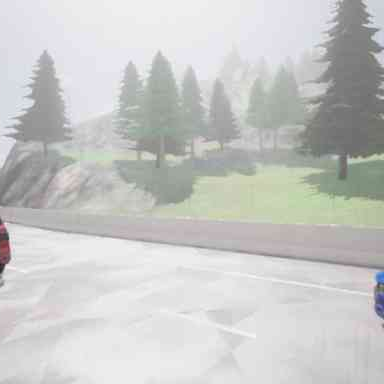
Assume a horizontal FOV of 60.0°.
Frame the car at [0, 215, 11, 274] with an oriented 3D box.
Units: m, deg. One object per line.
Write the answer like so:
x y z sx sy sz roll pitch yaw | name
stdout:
-7.335 1.339 9.664 5.566 2.045 2.150 0 0 39 | car

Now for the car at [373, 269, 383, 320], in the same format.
5.310 1.500 4.547 5.008 1.535 1.882 0 0 35 | car
